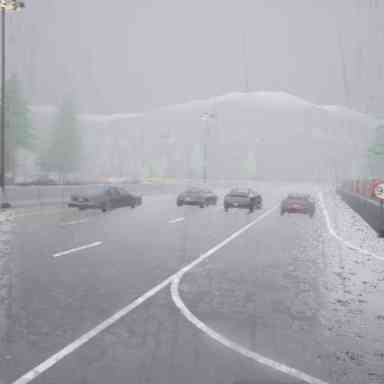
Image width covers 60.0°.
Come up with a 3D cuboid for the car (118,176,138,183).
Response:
[{"bbox_3d":[-9.967,-1.832,56.382,2.097,1.767,4.553,3,3,20],"label":"car"}]

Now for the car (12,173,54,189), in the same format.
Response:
[{"bbox_3d":[-19.516,-1.412,41.056,2.097,1.767,4.553,3,3,20],"label":"car"}]

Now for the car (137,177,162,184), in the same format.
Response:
[{"bbox_3d":[-6.721,-1.387,55.122,1.895,1.301,4.718,3,3,20],"label":"car"}]

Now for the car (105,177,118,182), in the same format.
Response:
[{"bbox_3d":[-13.260,-1.842,57.579,1.812,1.442,4.674,3,3,20],"label":"car"}]

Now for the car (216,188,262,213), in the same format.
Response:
[{"bbox_3d":[3.509,0.478,22.254,2.128,1.511,4.902,3,3,20],"label":"car"}]

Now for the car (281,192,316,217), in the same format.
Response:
[{"bbox_3d":[6.859,0.715,21.330,1.994,1.385,4.181,3,3,21],"label":"car"}]

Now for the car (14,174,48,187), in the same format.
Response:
[{"bbox_3d":[-17.273,-1.010,37.103,1.882,1.535,5.008,3,3,20],"label":"car"}]

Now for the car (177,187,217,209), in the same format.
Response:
[{"bbox_3d":[0.466,0.351,24.102,1.994,1.385,4.181,3,3,20],"label":"car"}]

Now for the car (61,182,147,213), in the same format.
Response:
[{"bbox_3d":[-4.916,0.367,19.685,2.033,1.411,5.357,3,3,20],"label":"car"}]

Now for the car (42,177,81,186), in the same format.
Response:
[{"bbox_3d":[-13.719,-0.739,36.647,1.895,1.301,4.718,3,3,20],"label":"car"}]
